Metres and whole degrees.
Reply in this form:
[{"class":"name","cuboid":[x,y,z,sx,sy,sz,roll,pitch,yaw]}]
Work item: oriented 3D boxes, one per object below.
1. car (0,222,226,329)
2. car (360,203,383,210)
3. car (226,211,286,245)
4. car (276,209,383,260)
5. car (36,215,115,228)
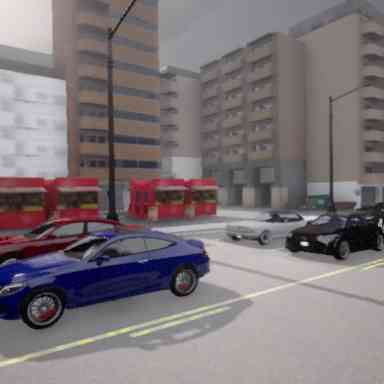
[{"class":"car","cuboid":[-1.701,1.539,7.119,4.674,1.442,1.812,0,0,-36]},{"class":"car","cuboid":[12.031,1.481,21.653,4.892,1.490,1.837,0,0,-36]},{"class":"car","cuboid":[3.796,1.590,15.546,4.718,1.301,1.895,0,0,-37]},{"class":"car","cuboid":[5.358,1.539,12.342,4.181,1.385,1.994,0,0,-37]},{"class":"car","cuboid":[-3.711,1.502,9.964,5.008,1.535,1.882,0,0,-37]}]
